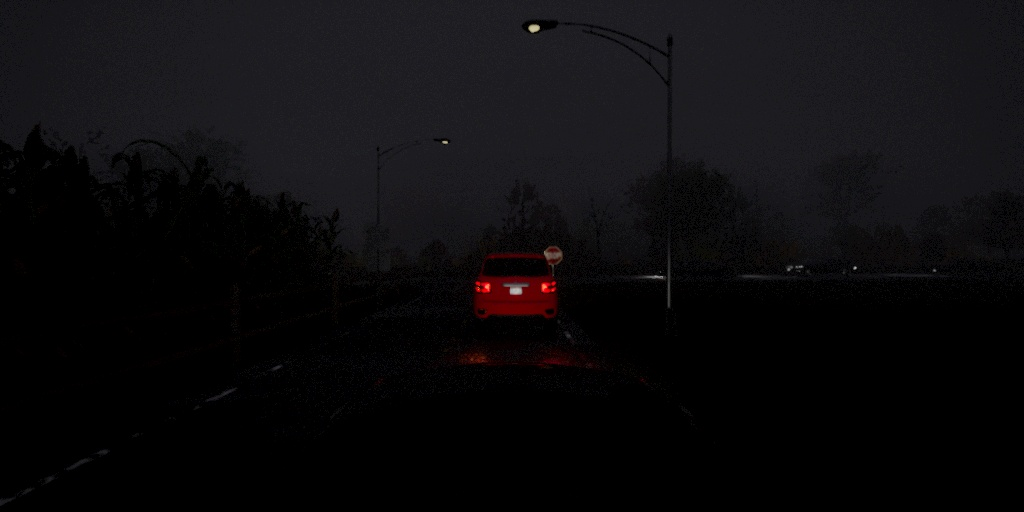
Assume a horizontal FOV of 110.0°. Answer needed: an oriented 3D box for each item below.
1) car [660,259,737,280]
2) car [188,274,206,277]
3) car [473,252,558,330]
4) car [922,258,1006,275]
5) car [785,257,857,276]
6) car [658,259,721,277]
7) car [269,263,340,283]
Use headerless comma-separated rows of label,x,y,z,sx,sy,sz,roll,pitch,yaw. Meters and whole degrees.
car,13.752,0.942,26.255,4.902,1.511,2.128,0,1,0
car,-25.892,1.308,26.734,5.357,1.411,2.033,0,1,1
car,0.097,0.900,11.023,2.150,2.045,5.566,0,0,0
car,36.342,0.823,28.943,4.718,1.301,1.895,-1,1,1
car,24.926,0.812,29.087,4.902,1.511,2.128,-1,1,1
car,14.379,0.973,29.210,4.181,1.385,1.994,0,1,1
car,-15.452,1.159,26.611,5.008,1.535,1.882,0,1,1
